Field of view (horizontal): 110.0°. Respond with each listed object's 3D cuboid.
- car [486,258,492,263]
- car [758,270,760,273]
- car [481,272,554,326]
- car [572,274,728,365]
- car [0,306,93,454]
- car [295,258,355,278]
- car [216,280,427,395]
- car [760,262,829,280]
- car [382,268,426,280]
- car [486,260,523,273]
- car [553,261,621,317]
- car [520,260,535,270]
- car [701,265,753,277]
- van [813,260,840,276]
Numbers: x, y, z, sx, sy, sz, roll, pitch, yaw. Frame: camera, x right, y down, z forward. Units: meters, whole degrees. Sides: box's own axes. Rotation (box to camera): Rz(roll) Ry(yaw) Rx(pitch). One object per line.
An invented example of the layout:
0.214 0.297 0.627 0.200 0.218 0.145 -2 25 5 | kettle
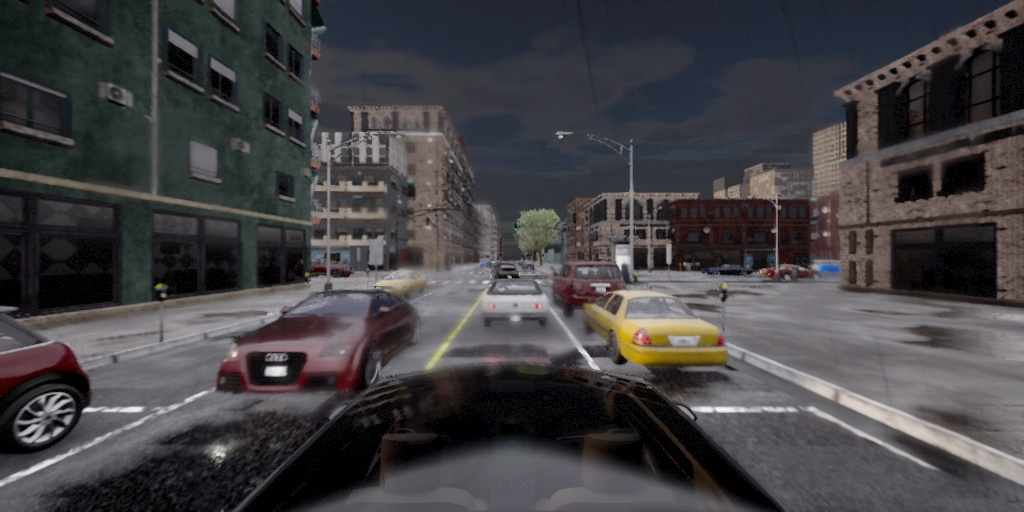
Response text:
-3.039 1.539 63.079 1.812 1.442 4.674 0 0 1 | car
31.442 1.573 41.777 4.829 1.417 1.751 0 0 0 | car
0.099 1.388 11.836 1.895 1.301 4.718 0 0 0 | car
2.690 1.298 7.913 1.751 1.417 4.829 0 0 0 | car
-5.691 1.192 2.204 1.967 1.591 4.097 0 0 0 | car
-17.276 1.127 33.054 5.009 1.841 2.192 0 0 0 | car
-3.096 1.332 6.698 1.994 1.385 4.181 0 0 0 | car
26.148 1.536 33.307 4.507 1.381 1.888 0 0 0 | car
-5.691 1.338 18.653 1.751 1.417 4.829 0 0 0 | car
-0.702 1.359 29.817 1.837 1.490 4.892 1 0 -11 | car
2.690 1.107 13.283 2.192 1.841 5.009 0 0 0 | car
2.692 1.531 56.772 2.007 1.370 4.403 0 0 0 | car
23.356 1.599 39.133 4.718 1.301 1.895 0 0 0 | car
37.138 1.416 41.818 3.998 1.789 1.690 0 0 0 | van
